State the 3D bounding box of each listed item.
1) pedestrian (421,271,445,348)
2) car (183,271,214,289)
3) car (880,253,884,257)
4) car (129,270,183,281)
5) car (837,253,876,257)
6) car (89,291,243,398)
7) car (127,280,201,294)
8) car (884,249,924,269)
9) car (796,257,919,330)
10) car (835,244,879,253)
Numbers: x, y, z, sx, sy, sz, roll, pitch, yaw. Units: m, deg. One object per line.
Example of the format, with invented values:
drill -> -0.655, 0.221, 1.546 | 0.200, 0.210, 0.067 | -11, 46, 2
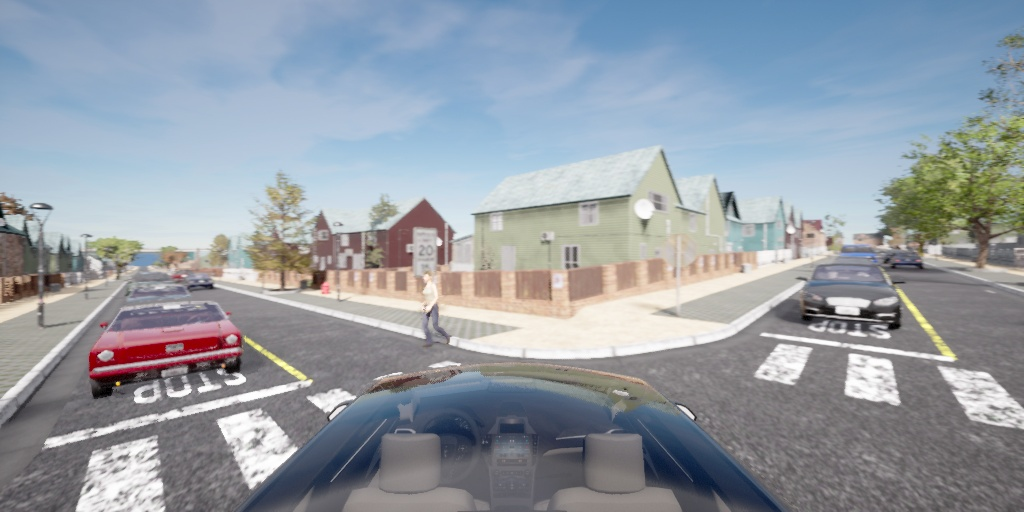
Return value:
pedestrian -> -1.896, 1.193, 8.356 | 0.375, 1.860, 0.375 | 0, 2, 44
car -> -27.823, 2.247, 31.735 | 5.357, 1.411, 2.033 | -2, -1, 43
car -> 40.452, 0.052, 37.798 | 1.837, 1.490, 4.892 | 0, 2, 44
car -> -21.164, 1.777, 21.190 | 4.553, 1.767, 2.097 | -2, -1, 44
car -> 17.279, 0.730, 18.191 | 1.812, 1.442, 4.674 | 0, 2, 45
car -> -6.850, 1.568, 7.226 | 1.895, 1.301, 4.718 | 0, -1, -44
car -> -13.921, 1.794, 14.178 | 4.718, 1.301, 1.895 | -2, -1, 44
car -> 33.288, 0.326, 30.340 | 2.033, 1.411, 5.357 | 0, 2, 45
car -> 9.403, 0.943, 10.073 | 2.128, 1.511, 4.902 | 0, 1, 43
car -> 26.618, 0.131, 27.708 | 2.150, 2.045, 5.566 | 0, 2, 45
